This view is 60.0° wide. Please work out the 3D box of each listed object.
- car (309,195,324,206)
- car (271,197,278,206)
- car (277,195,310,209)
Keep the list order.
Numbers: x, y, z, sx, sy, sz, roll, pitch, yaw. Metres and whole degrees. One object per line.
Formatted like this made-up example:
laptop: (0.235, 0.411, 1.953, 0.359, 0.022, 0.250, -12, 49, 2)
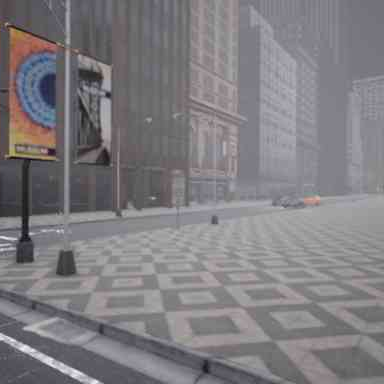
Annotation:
car: (19.291, 1.234, 52.658, 2.097, 1.767, 4.553, 1, 1, 35)
car: (13.487, 1.380, 49.661, 1.837, 1.490, 4.892, 1, 1, 35)
car: (13.754, 1.472, 44.756, 2.033, 1.411, 5.357, 1, 1, 36)
